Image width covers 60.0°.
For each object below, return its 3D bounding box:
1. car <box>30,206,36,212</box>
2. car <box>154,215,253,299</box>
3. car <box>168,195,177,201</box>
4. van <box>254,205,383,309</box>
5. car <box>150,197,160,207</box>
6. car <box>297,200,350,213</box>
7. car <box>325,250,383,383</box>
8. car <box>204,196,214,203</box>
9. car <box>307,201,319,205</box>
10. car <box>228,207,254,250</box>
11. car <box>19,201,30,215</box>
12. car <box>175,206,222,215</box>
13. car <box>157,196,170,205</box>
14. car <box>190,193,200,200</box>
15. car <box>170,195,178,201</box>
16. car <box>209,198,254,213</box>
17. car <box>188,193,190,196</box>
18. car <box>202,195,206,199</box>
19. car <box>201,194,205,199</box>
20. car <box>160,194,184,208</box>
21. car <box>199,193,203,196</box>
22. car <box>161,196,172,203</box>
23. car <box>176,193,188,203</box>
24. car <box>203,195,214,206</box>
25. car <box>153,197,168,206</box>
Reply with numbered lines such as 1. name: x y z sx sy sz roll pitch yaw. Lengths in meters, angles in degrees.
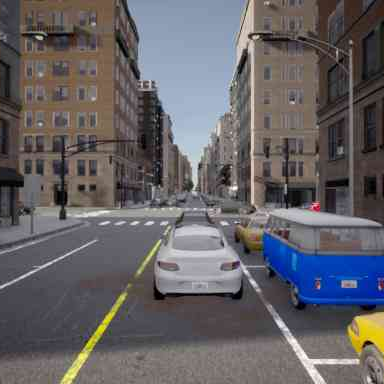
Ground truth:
1. car: -17.878 1.370 32.469 4.892 1.490 1.837 0 -1 0
2. car: 0.098 1.527 8.320 1.812 1.442 4.674 0 0 -1
3. car: -4.903 1.526 84.004 1.752 1.417 4.829 1 0 1
4. van: 2.696 1.342 7.539 1.690 1.788 3.998 1 0 0
5. car: -5.408 1.588 51.002 1.802 1.307 4.206 1 0 1
6. car: 15.297 1.712 38.866 5.357 1.411 2.033 0 -1 0
7. car: 2.681 1.526 2.036 1.752 1.417 4.829 1 0 0
8. car: 3.370 1.548 67.466 1.887 1.381 4.507 1 0 1
9. car: 15.644 1.356 35.617 5.566 2.045 2.150 0 -1 1
10. car: 2.709 1.527 13.383 1.752 1.417 4.829 1 0 0
11. car: -17.213 1.363 29.220 4.674 1.442 1.812 0 -1 2
12. car: 0.130 1.566 15.727 1.994 1.385 4.181 0 0 0
13. car: -5.239 1.555 62.059 2.008 1.369 4.403 1 0 1
14. car: 1.067 1.522 91.925 1.812 1.442 4.674 0 0 1
15. car: -4.817 1.565 89.702 1.947 1.339 4.313 1 0 1
16. car: 4.347 1.577 33.759 4.181 1.385 1.994 0 0 32
17. car: -2.136 1.480 78.635 1.882 1.535 5.008 0 0 1
18. car: 3.201 1.549 56.406 1.887 1.381 4.507 1 0 1
19. car: 3.285 1.554 61.936 2.008 1.369 4.403 1 0 1
20. car: -2.860 1.497 48.777 2.128 1.511 4.902 0 0 5
21. car: 3.708 1.549 89.586 2.008 1.369 4.403 1 0 1
22. car: -5.154 1.549 67.588 1.887 1.381 4.507 1 0 1
23. car: -2.346 1.481 66.690 1.882 1.535 5.008 0 0 1
24. car: 3.117 1.570 50.876 1.947 1.339 4.313 1 0 1
25. car: -5.324 1.571 56.530 1.947 1.339 4.313 1 0 1
